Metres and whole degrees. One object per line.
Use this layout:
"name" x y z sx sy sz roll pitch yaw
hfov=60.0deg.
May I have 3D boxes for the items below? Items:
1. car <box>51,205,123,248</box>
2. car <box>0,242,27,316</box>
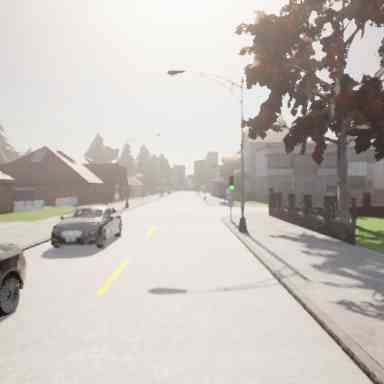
"car" -4.158 1.315 13.834 2.128 1.511 4.902 0 1 0
"car" -4.118 1.446 4.521 2.128 1.511 4.902 0 1 0
